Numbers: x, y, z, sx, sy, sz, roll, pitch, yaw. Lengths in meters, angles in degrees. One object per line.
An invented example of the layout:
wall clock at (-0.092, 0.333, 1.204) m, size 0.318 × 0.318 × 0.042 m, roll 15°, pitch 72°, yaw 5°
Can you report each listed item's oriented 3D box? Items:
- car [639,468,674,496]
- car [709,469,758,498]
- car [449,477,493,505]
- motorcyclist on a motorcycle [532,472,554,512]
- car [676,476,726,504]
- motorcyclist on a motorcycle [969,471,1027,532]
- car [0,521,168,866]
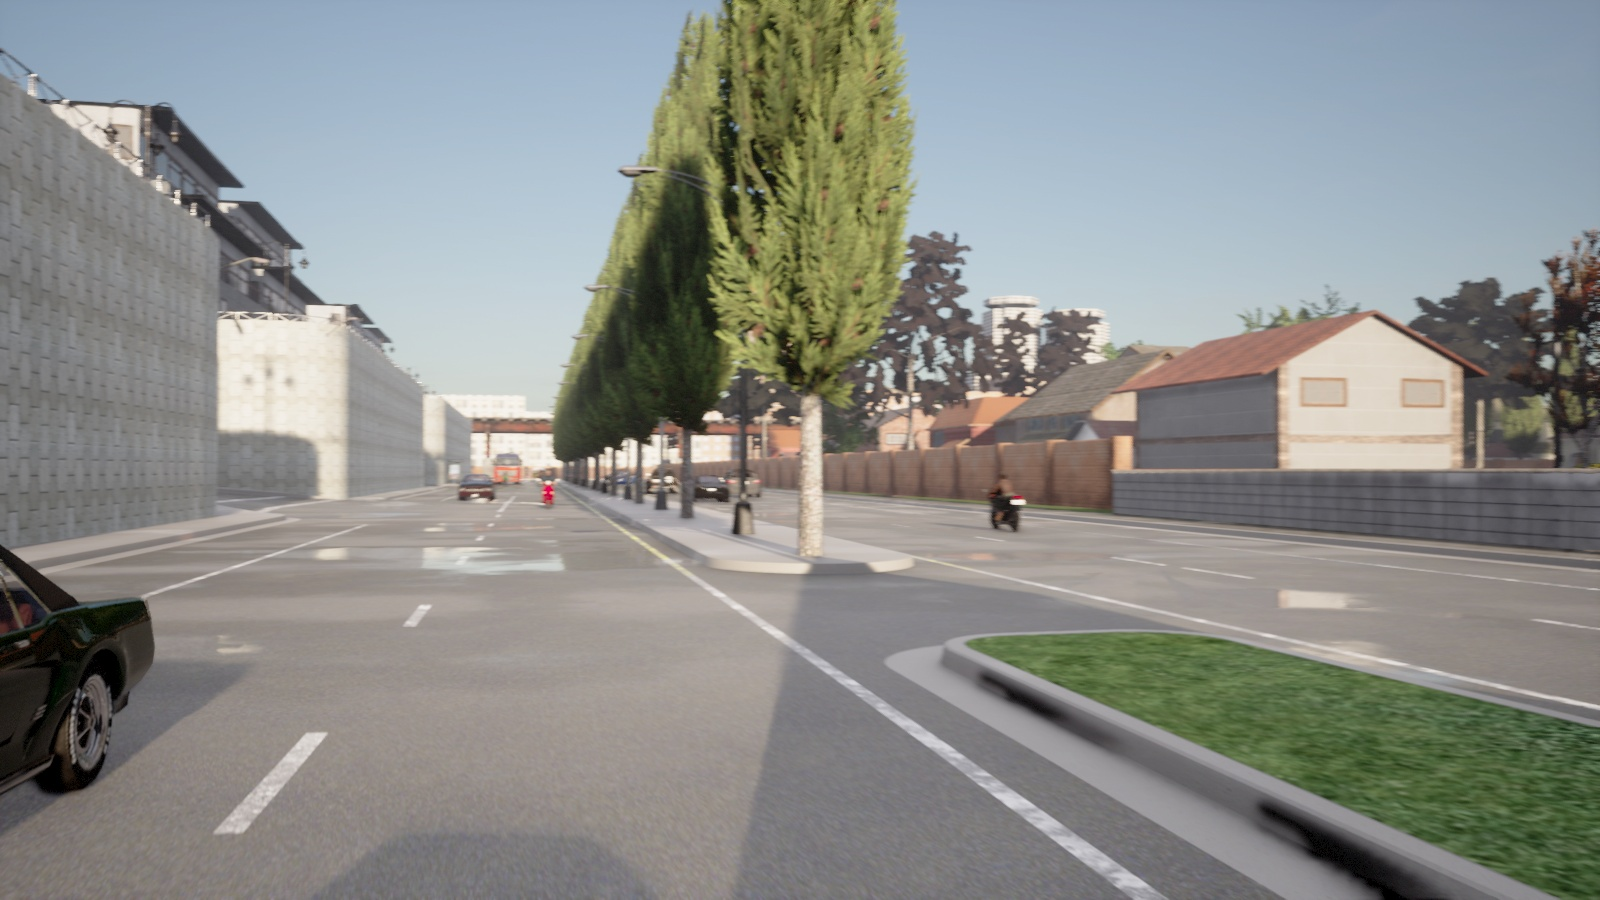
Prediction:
car at (-9.926, 2.187, 86.484) m, size 1.932 × 1.855 × 4.605 m, roll 0°, pitch -1°, yaw -12°
car at (-4.049, 1.991, 75.841) m, size 2.242 × 1.667 × 4.611 m, roll 0°, pitch -1°, yaw -12°
car at (-17.416, 2.127, 66.678) m, size 2.033 × 1.411 × 5.357 m, roll 0°, pitch -1°, yaw -12°
motorcyclist on a motorcycle at (-10.472, 1.696, 51.108) m, size 0.866 × 1.590 × 1.817 m, roll 0°, pitch -1°, yaw -12°
car at (-5.059, 2.013, 63.935) m, size 1.994 × 1.385 × 4.181 m, roll 0°, pitch -1°, yaw -12°
motorcyclist on a motorcycle at (5.193, 1.331, 33.027) m, size 0.797 × 1.523 × 2.044 m, roll 0°, pitch -1°, yaw -12°
car at (-4.139, 1.026, 4.787) m, size 1.895 × 1.301 × 4.718 m, roll 0°, pitch -1°, yaw -11°
